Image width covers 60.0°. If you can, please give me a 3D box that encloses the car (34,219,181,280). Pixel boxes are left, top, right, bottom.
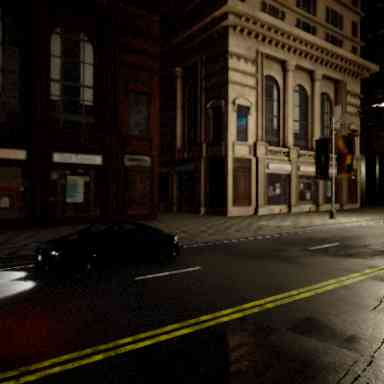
[{"bbox_3d":[-2.399,1.540,9.947,4.181,1.385,1.994,0,0,-35],"label":"car"}]
